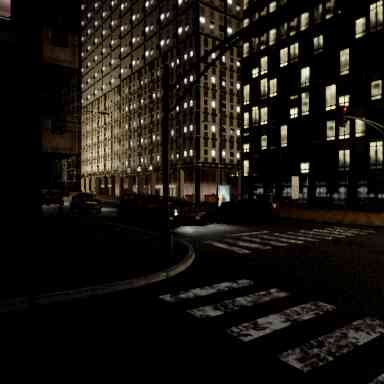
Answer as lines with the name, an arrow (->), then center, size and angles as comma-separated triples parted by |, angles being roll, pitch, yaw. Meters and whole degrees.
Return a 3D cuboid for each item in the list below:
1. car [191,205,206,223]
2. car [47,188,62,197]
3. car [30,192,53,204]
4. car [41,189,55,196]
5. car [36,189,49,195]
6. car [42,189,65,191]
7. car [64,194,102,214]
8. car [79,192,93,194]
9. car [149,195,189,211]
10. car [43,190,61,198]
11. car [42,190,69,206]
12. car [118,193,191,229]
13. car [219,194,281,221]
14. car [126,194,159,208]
car -> -1.030, 1.208, 21.555 | 1.812, 1.442, 4.674 | 0, 1, -36
car -> -28.531, 0.099, 69.122 | 1.967, 1.590, 4.097 | 1, 0, -36
car -> -18.925, 0.752, 41.720 | 1.802, 1.307, 4.206 | 2, 0, -36
car -> -31.802, 0.096, 73.605 | 1.887, 1.381, 4.507 | 1, 0, -36
car -> -35.071, -0.011, 78.087 | 1.887, 1.381, 4.507 | 1, 0, -36
car -> -20.857, 0.548, 48.913 | 2.128, 1.511, 4.902 | 0, 1, -36
car -> -9.122, 1.067, 28.278 | 1.802, 1.307, 4.206 | 2, 0, -36
car -> -11.226, 0.835, 35.547 | 1.882, 1.535, 5.008 | 0, 1, -36
car -> -2.388, 1.070, 33.266 | 1.947, 1.339, 4.313 | 1, 0, -36
car -> -25.545, 0.382, 60.600 | 1.994, 1.385, 4.181 | 0, 1, -36
car -> -15.657, 0.827, 37.240 | 2.008, 1.369, 4.403 | 2, 0, -36
car -> -2.579, 1.008, 19.315 | 2.192, 1.841, 5.009 | 2, 0, -36
car -> 4.155, 1.027, 24.301 | 2.192, 1.841, 5.009 | 1, 0, -36
car -> -5.657, 0.966, 37.748 | 1.947, 1.339, 4.313 | 1, 0, -36
